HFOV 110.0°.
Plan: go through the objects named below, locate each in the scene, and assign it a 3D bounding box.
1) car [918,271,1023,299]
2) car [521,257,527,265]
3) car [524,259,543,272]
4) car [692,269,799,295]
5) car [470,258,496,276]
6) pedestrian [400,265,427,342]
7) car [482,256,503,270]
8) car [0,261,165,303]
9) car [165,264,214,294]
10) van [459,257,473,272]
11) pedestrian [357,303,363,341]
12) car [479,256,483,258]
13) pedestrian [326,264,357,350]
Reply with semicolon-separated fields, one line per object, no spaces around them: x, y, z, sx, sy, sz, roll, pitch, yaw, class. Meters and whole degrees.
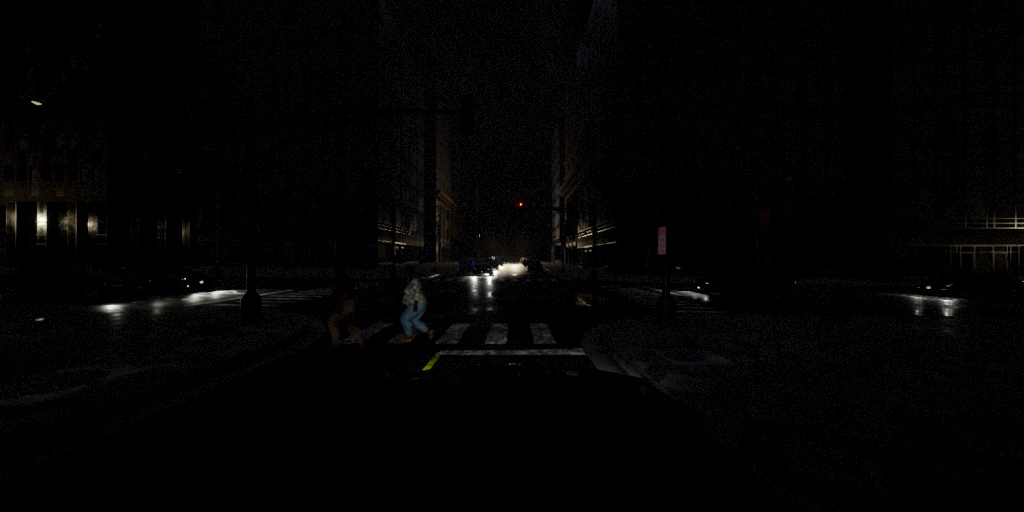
26.867;1.637;21.011;4.892;1.490;1.837;1;0;0;car
2.997;1.267;62.040;1.802;1.307;4.207;0;0;0;car
2.886;1.281;45.092;1.948;1.339;4.313;0;0;0;car
13.650;1.502;21.085;5.357;1.411;2.033;1;0;0;car
-2.925;1.251;37.232;1.812;1.442;4.674;0;0;0;car
-2.247;1.043;8.200;0.375;1.860;0.375;0;0;0;pedestrian
-2.834;1.199;50.538;2.128;1.511;4.902;0;0;1;car
-17.608;0.993;14.568;5.008;1.535;1.882;1;0;0;car
-17.417;1.093;17.817;4.181;1.385;1.994;1;0;0;car
-5.639;1.056;45.147;1.690;1.789;3.998;0;0;0;van
-3.899;1.422;8.801;0.500;1.100;0.500;0;0;0;pedestrian
-5.528;1.125;62.094;1.967;1.591;4.097;0;0;0;car
-3.564;1.043;7.509;0.375;1.860;0.375;0;0;0;pedestrian
